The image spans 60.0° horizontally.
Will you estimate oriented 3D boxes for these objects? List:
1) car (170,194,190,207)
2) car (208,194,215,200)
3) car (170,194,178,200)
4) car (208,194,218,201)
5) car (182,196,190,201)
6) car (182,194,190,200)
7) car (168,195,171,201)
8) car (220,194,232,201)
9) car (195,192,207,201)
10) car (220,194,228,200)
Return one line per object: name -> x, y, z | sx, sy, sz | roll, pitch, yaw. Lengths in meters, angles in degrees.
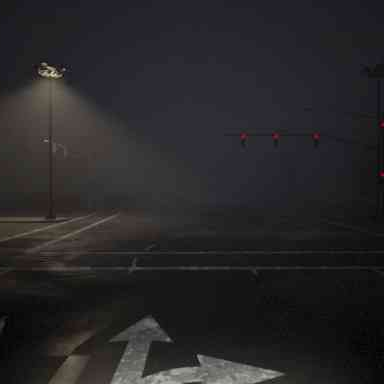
car -> -1.755, 1.489, 51.959 | 2.128, 1.511, 4.902 | 0, 0, 0
car -> 5.484, 1.350, 92.950 | 1.812, 1.442, 4.674 | 0, 0, 0
car -> -5.016, 1.379, 93.012 | 1.994, 1.385, 4.181 | 0, 0, 0
car -> 5.433, 1.584, 84.227 | 1.895, 1.301, 4.718 | 0, 0, 0
car -> -1.569, 1.583, 83.851 | 1.895, 1.301, 4.718 | 0, 0, 0
car -> -1.516, 1.351, 92.991 | 2.128, 1.511, 4.902 | 0, 0, 0
car -> -5.067, 1.489, 84.258 | 1.837, 1.490, 4.892 | 0, 0, 0
car -> 8.928, 1.527, 83.343 | 2.033, 1.411, 5.357 | 0, 0, 0
car -> 1.928, 1.213, 83.414 | 2.150, 2.045, 5.566 | 0, 0, 0
car -> 8.984, 1.350, 92.930 | 1.812, 1.442, 4.674 | 0, 0, 0
